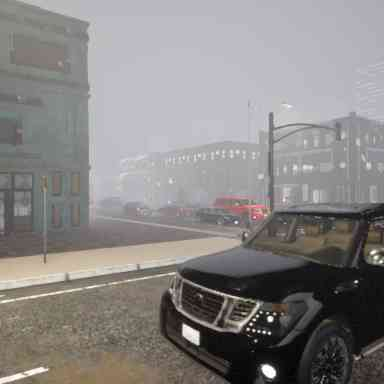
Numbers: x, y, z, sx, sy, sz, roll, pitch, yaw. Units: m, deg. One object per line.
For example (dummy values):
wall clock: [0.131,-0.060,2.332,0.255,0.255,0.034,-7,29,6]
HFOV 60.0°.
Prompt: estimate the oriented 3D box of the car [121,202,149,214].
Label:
car: [-7.428,2.011,43.242,1.994,1.385,4.181,-1,0,-35]

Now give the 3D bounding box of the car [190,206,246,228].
car: [1.884,1.814,25.412,1.947,1.339,4.313,-1,0,-35]

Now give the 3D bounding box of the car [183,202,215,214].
car: [0.779,1.903,41.650,1.802,1.307,4.206,-2,0,-35]

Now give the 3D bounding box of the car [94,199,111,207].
car: [-18.452,2.227,68.726,1.887,1.381,4.507,-1,0,-35]

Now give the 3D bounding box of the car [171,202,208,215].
car: [-0.394,1.930,38.830,1.895,1.301,4.718,-1,0,-35]

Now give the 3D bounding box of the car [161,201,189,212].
car: [-2.425,1.965,46.162,1.802,1.307,4.206,-2,0,-35]

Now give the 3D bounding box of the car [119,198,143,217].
car: [-6.055,1.846,36.795,1.967,1.590,4.097,-1,0,-35]

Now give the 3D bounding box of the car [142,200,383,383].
car: [2.237,1.221,5.278,5.566,2.045,2.150,0,0,-35]

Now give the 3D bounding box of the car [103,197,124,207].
car: [-15.252,1.939,64.213,2.192,1.841,5.009,-1,0,-35]

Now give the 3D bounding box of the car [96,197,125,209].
car: [-14.425,1.819,58.592,2.150,2.045,5.566,-1,0,-35]

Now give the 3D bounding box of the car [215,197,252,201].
car: [3.939,1.445,27.207,2.150,2.045,5.566,-1,0,-35]
